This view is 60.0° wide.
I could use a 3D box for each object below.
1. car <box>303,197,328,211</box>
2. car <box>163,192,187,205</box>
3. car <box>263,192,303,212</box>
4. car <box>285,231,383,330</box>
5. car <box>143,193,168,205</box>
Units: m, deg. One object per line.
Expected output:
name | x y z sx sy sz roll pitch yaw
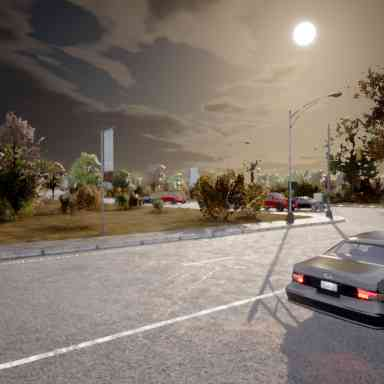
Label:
car | 12.631 1.302 37.022 2.128 1.511 4.902 -1 0 -39
car | -3.146 1.032 56.534 2.150 2.045 5.566 -1 2 -39
car | 8.752 1.058 36.284 2.150 2.045 5.566 -1 0 -37
car | 4.204 1.527 6.774 5.357 1.411 2.033 0 0 -36
car | -6.857 1.393 55.573 2.033 1.411 5.357 -1 0 -39
